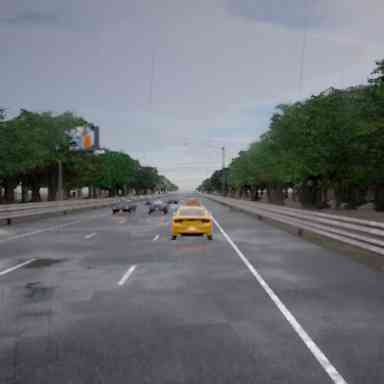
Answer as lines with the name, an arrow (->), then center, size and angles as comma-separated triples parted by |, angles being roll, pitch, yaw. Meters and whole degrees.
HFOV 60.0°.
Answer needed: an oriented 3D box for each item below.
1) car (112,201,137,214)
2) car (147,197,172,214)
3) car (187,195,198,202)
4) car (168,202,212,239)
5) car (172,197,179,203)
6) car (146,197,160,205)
car -> -6.976, 1.624, 34.970 | 1.895, 1.301, 4.718 | 0, 0, 0
car -> -3.469, 1.548, 35.525 | 1.812, 1.442, 4.674 | 0, 0, 1
car -> 0.095, 1.377, 59.698 | 2.097, 1.767, 4.553 | 0, 0, 0
car -> 0.004, 1.482, 17.264 | 1.882, 1.535, 5.008 | 0, 0, 0
car -> -3.396, 1.625, 61.984 | 1.895, 1.301, 4.718 | 0, 0, 0
car -> -6.905, 1.591, 59.268 | 1.994, 1.385, 4.181 | 0, 0, 0
